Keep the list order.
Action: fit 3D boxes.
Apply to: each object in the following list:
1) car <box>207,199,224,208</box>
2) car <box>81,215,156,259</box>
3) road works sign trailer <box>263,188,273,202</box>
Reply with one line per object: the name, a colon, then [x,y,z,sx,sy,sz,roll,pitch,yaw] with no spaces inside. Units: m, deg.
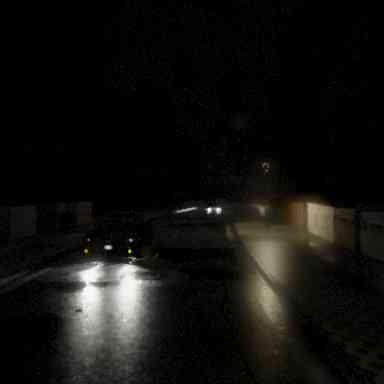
car: [3.796,1.752,52.663,1.895,1.301,4.718,0,0,16]
car: [-2.598,1.579,12.589,1.994,1.385,4.181,0,0,3]
road works sign trailer: [19.552,0.791,84.850,2.380,3.560,2.880,-1,-1,30]
